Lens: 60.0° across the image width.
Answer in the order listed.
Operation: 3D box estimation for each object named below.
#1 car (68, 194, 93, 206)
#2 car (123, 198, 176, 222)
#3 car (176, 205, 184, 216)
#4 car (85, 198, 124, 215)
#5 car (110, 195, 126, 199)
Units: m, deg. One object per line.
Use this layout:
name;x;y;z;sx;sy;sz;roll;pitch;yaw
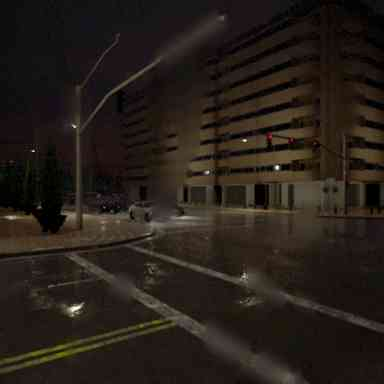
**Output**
car;-17.659;1.502;52.191;1.994;1.385;4.181;0;0;-35
car;-3.381;1.465;25.829;1.812;1.442;4.674;0;0;-33
car;-2.490;1.501;30.649;1.994;1.385;4.181;0;0;-35
car;-8.951;1.540;33.731;1.895;1.301;4.718;0;0;-35
car;-7.591;1.427;37.879;2.128;1.511;4.902;0;0;-35
